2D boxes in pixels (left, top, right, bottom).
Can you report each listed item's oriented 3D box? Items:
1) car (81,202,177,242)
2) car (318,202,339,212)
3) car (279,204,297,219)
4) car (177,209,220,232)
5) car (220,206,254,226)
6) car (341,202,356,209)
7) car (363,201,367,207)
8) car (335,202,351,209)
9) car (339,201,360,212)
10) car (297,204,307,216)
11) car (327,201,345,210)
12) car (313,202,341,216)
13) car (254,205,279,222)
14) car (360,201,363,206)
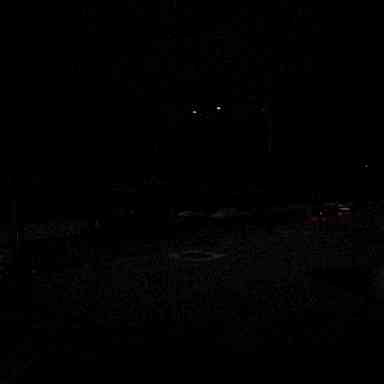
[{"bbox_3d":[-3.333,1.473,17.557,2.192,1.841,5.009,-1,-1,35],"label":"car"},{"bbox_3d":[21.696,2.317,52.788,2.008,1.369,4.403,-1,-1,35],"label":"car"},{"bbox_3d":[9.181,2.030,35.170,1.947,1.339,4.313,-1,-1,35],"label":"car"},{"bbox_3d":[-0.205,1.816,21.956,1.802,1.307,4.206,-1,-1,35],"label":"car"},{"bbox_3d":[2.826,1.834,26.223,1.752,1.417,4.829,-1,-1,35],"label":"car"},{"bbox_3d":[31.082,2.574,66.001,1.802,1.307,4.206,-1,-1,35],"label":"car"},{"bbox_3d":[40.467,2.786,79.213,1.947,1.339,4.313,-1,-1,35],"label":"car"},{"bbox_3d":[27.953,2.483,61.596,1.947,1.339,4.313,-1,-1,35],"label":"car"},{"bbox_3d":[23.928,2.272,51.188,2.128,1.511,4.902,0,-1,36],"label":"car"},{"bbox_3d":[12.310,2.090,39.575,2.008,1.369,4.403,-1,-1,35],"label":"car"},{"bbox_3d":[24.727,2.365,57.054,1.752,1.417,4.829,-1,-1,35],"label":"car"},{"bbox_3d":[16.237,2.195,40.357,1.895,1.301,4.718,0,-1,35],"label":"car"},{"bbox_3d":[6.053,1.953,30.766,1.947,1.339,4.313,-1,-1,35],"label":"car"},{"bbox_3d":[34.211,2.633,70.405,1.947,1.339,4.313,-1,-1,35],"label":"car"}]
